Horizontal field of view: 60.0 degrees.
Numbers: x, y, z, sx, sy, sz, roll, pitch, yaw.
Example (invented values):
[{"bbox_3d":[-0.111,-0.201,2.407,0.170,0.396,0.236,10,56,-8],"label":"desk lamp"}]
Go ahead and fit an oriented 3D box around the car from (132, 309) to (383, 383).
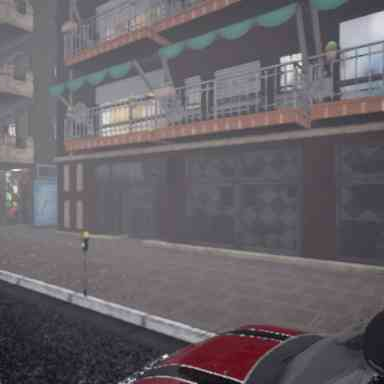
[{"bbox_3d":[1.325,1.442,1.787,4.097,1.590,1.967,1,0,36],"label":"car"}]
